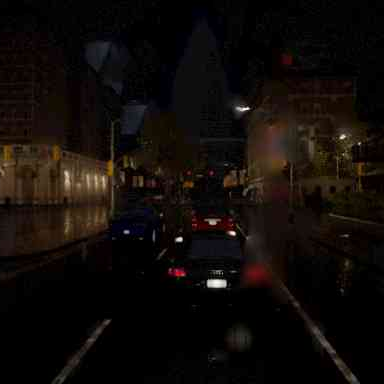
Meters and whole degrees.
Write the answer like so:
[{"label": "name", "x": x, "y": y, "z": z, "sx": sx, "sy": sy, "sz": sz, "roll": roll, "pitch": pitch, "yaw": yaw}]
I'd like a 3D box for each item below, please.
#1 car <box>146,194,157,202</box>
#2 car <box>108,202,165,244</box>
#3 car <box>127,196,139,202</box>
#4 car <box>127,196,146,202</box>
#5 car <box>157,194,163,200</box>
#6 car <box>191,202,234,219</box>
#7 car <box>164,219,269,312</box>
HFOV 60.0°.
[{"label": "car", "x": -10.306, "y": 1.366, "z": 79.241, "sx": 2.097, "sy": 1.767, "sz": 4.553, "roll": 0, "pitch": 0, "yaw": 3}, {"label": "car", "x": -2.511, "y": 1.480, "z": 16.035, "sx": 1.882, "sy": 1.535, "sz": 5.008, "roll": 0, "pitch": 0, "yaw": 4}, {"label": "car", "x": -13.676, "y": 1.605, "z": 77.344, "sx": 1.895, "sy": 1.301, "sz": 4.718, "roll": 0, "pitch": 0, "yaw": 3}, {"label": "car", "x": -11.099, "y": 1.513, "z": 66.412, "sx": 1.837, "sy": 1.490, "sz": 4.892, "roll": 0, "pitch": 0, "yaw": 4}, {"label": "car", "x": -9.444, "y": 1.367, "z": 93.485, "sx": 2.097, "sy": 1.767, "sz": 4.553, "roll": 0, "pitch": 0, "yaw": 3}, {"label": "car", "x": 1.017, "y": 1.354, "z": 16.430, "sx": 2.097, "sy": 1.767, "sz": 4.553, "roll": 0, "pitch": 0, "yaw": 4}, {"label": "car", "x": 0.529, "y": 1.565, "z": 7.800, "sx": 1.994, "sy": 1.385, "sz": 4.181, "roll": 0, "pitch": 0, "yaw": 3}]
